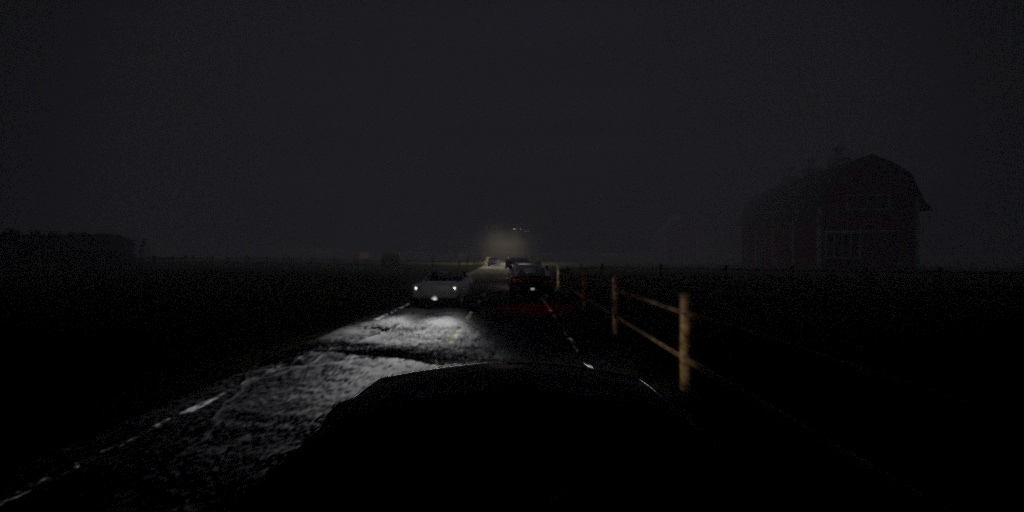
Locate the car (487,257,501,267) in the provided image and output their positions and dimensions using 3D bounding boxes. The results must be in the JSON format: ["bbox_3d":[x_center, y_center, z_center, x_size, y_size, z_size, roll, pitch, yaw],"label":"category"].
[{"bbox_3d":[-2.828,0.942,56.930,1.812,1.442,4.674,0,0,0],"label":"car"}]

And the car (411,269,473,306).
[{"bbox_3d":[-2.856,1.269,15.499,1.895,1.301,4.718,0,0,0],"label":"car"}]

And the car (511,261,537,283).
[{"bbox_3d":[0.813,1.126,26.790,1.812,1.442,4.674,0,0,0],"label":"car"}]

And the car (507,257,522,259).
[{"bbox_3d":[0.810,0.916,32.759,2.097,1.767,4.553,0,0,0],"label":"car"}]

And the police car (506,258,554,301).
[{"bbox_3d":[0.817,1.085,16.899,1.930,1.638,5.238,0,0,0],"label":"police car"}]
